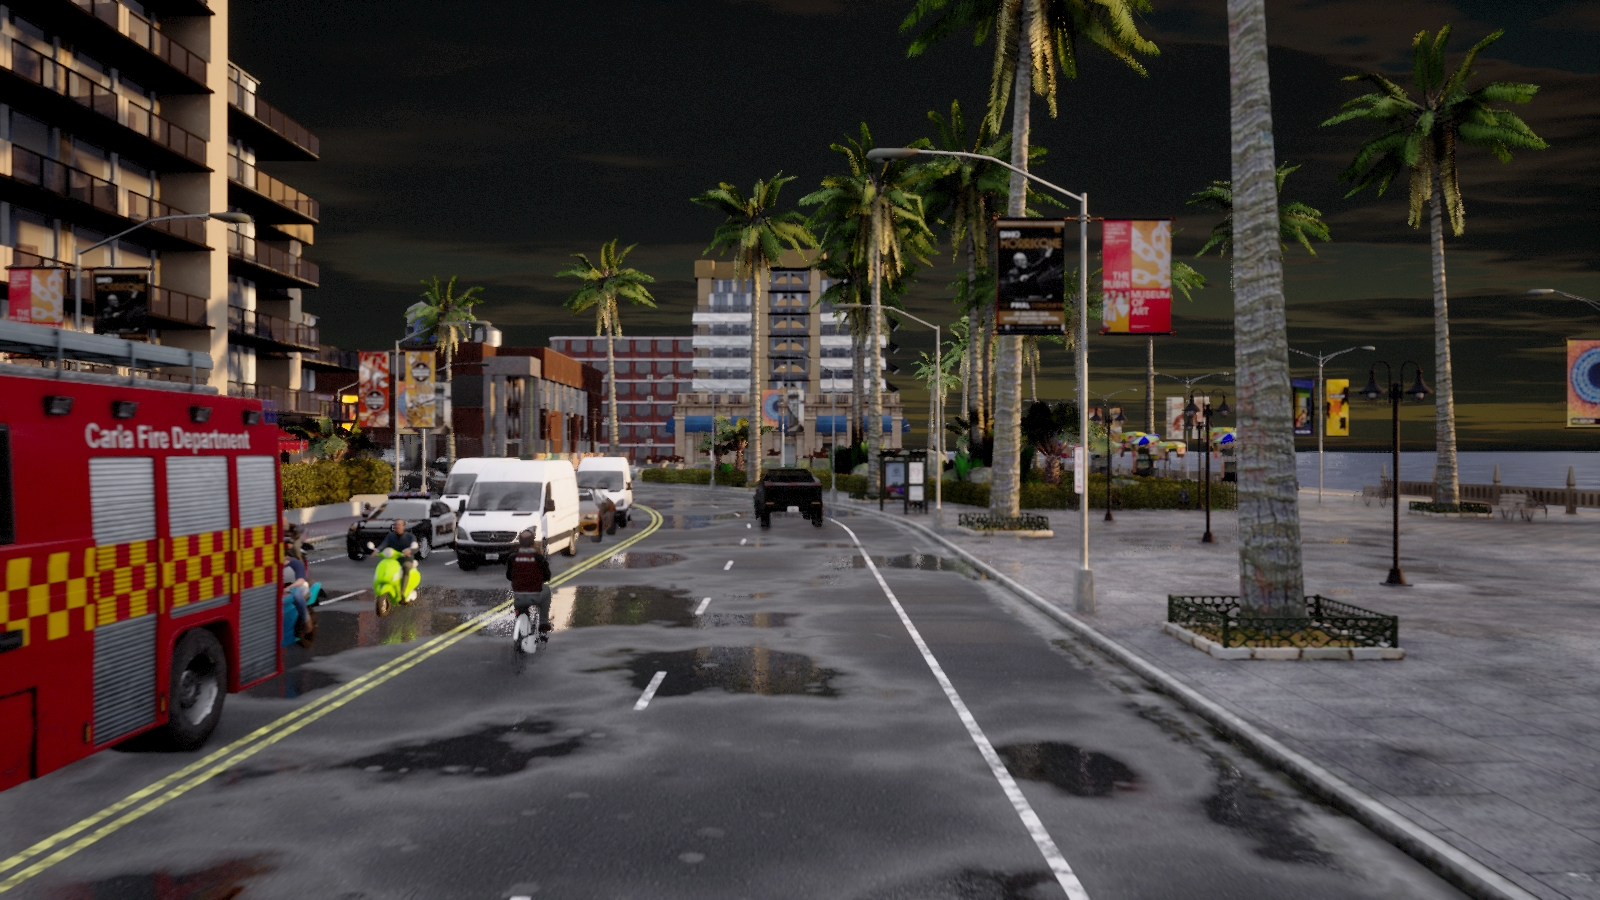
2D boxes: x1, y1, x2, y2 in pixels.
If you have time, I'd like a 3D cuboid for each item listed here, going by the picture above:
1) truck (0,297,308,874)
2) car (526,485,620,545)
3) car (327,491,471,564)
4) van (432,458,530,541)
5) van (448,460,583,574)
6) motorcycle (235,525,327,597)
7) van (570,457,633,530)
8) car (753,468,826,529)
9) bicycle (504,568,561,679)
[{"bbox_3d":[-6.746,0.898,8.071,2.891,3.827,8.468,0,0,0],"label":"truck"},{"bbox_3d":[-7.163,2.019,36.613,2.152,1.651,5.027,0,0,-2],"label":"car"},{"bbox_3d":[-10.675,2.006,30.882,2.097,1.638,5.238,0,0,-1],"label":"car"},{"bbox_3d":[-10.719,1.563,38.852,1.988,2.561,5.915,0,0,-3],"label":"van"},{"bbox_3d":[-7.033,1.557,28.937,1.988,2.561,5.915,0,0,-1],"label":"van"},{"bbox_3d":[-10.507,2.223,23.234,0.867,1.251,2.209,0,0,0],"label":"motorcycle"},{"bbox_3d":[-7.539,1.567,43.923,1.988,2.561,5.915,0,0,-6],"label":"van"},{"bbox_3d":[-0.502,1.786,44.401,2.390,2.098,6.274,0,0,-5],"label":"car"},{"bbox_3d":[-3.482,2.222,14.964,0.329,1.171,1.835,0,0,0],"label":"bicycle"}]
